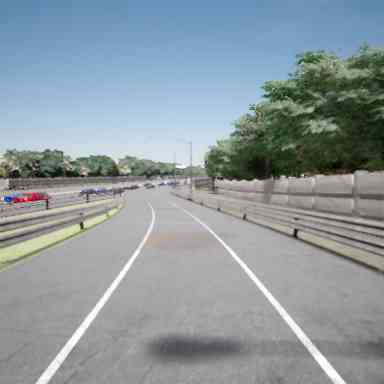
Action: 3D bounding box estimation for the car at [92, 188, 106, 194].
[{"bbox_3d":[-20.329,-0.270,76.008,1.812,1.442,4.674,0,3,11],"label":"car"}]

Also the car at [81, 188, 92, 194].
[{"bbox_3d":[-23.765,-0.257,76.676,1.994,1.385,4.181,0,3,11],"label":"car"}]

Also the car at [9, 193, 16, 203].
[{"bbox_3d":[-25.067,1.044,50.990,1.882,1.535,5.008,0,3,11],"label":"car"}]

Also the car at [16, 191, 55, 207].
[{"bbox_3d":[-22.098,0.921,47.856,2.150,2.045,5.566,0,3,11],"label":"car"}]

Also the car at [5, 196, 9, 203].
[{"bbox_3d":[-28.032,0.891,54.140,1.882,1.535,5.008,0,3,11],"label":"car"}]

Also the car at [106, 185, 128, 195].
[{"bbox_3d":[-16.899,-0.421,75.310,2.097,1.767,4.553,0,3,11],"label":"car"}]
